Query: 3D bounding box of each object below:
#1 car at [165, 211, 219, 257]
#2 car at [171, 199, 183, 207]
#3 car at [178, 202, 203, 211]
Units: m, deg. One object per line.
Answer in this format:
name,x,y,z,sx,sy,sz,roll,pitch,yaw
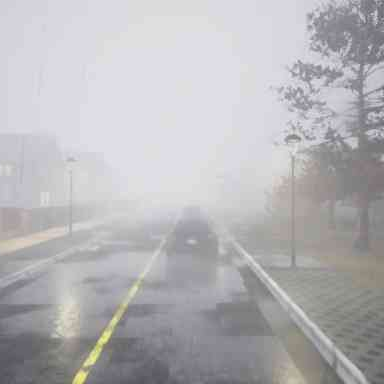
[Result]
car,0.008,1.703,13.518,1.994,1.385,4.181,0,-1,1
car,-2.816,2.120,64.516,1.837,1.490,4.892,0,0,1
car,0.003,1.812,28.869,1.812,1.442,4.674,0,0,0
